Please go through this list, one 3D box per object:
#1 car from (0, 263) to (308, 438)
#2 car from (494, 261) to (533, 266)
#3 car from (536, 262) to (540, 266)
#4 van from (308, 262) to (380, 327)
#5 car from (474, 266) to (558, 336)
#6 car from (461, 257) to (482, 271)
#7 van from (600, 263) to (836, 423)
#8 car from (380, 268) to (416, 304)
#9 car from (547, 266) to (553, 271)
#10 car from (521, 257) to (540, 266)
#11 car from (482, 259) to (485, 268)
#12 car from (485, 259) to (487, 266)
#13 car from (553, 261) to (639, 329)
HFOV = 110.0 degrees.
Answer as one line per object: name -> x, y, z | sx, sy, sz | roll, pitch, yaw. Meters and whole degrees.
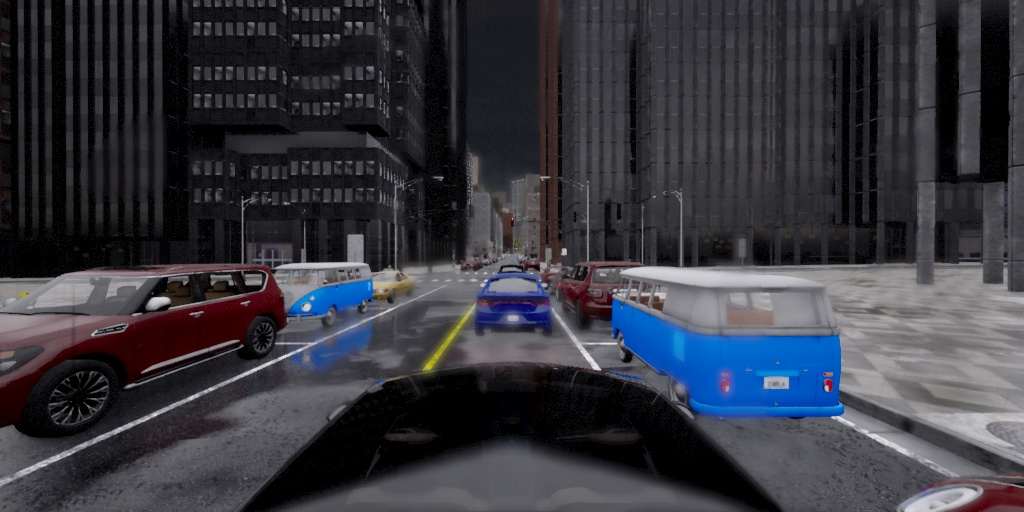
car -> -5.765, 1.064, 5.612 | 2.192, 1.841, 5.009 | 0, 0, 0
car -> 0.003, 1.255, 20.783 | 1.837, 1.490, 4.892 | 0, 0, 0
car -> 2.766, 1.296, 22.174 | 1.888, 1.381, 4.507 | 0, 0, 0
van -> -5.763, 1.090, 11.137 | 1.690, 1.789, 3.998 | 0, 0, 0
car -> 0.060, 1.227, 10.412 | 1.882, 1.535, 5.008 | 0, 0, 1
car -> -5.755, 1.081, 49.225 | 2.192, 1.841, 5.009 | 0, 0, 0
van -> 2.767, 1.090, 5.598 | 1.690, 1.789, 3.998 | 0, 0, 0
car -> -5.761, 1.275, 16.491 | 1.751, 1.417, 4.829 | 0, 0, 0
car -> 2.766, 1.300, 16.649 | 2.007, 1.370, 4.403 | 0, 0, 0
car -> 2.770, 1.081, 49.214 | 2.192, 1.841, 5.009 | 0, 0, 0
car -> -5.754, 1.086, 54.869 | 2.192, 1.841, 5.009 | 0, 0, 0
car -> -5.753, 1.344, 60.511 | 1.948, 1.339, 4.313 | 0, 0, 0
car -> 2.767, 1.064, 11.123 | 2.192, 1.841, 5.009 | 0, 0, 0
